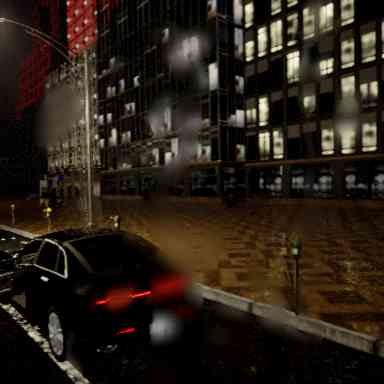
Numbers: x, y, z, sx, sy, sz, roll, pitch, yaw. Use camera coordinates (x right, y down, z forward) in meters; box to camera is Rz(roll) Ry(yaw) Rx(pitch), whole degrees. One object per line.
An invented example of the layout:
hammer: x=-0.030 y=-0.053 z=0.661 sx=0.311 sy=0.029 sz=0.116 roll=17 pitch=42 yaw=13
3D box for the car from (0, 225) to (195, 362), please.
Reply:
car: x=-2.023 y=1.411 z=5.907 sx=1.837 sy=1.490 sz=4.892 roll=-3 pitch=2 yaw=-42
